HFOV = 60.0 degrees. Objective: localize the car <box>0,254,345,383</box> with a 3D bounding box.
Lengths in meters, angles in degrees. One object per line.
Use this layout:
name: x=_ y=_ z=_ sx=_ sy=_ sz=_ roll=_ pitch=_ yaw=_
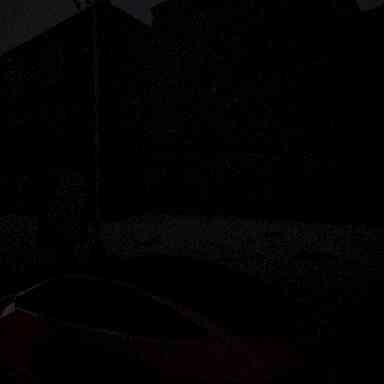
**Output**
car: x=-0.845 y=1.517 z=3.921 sx=4.792 sy=1.488 sz=2.163 roll=0 pitch=0 yaw=36
